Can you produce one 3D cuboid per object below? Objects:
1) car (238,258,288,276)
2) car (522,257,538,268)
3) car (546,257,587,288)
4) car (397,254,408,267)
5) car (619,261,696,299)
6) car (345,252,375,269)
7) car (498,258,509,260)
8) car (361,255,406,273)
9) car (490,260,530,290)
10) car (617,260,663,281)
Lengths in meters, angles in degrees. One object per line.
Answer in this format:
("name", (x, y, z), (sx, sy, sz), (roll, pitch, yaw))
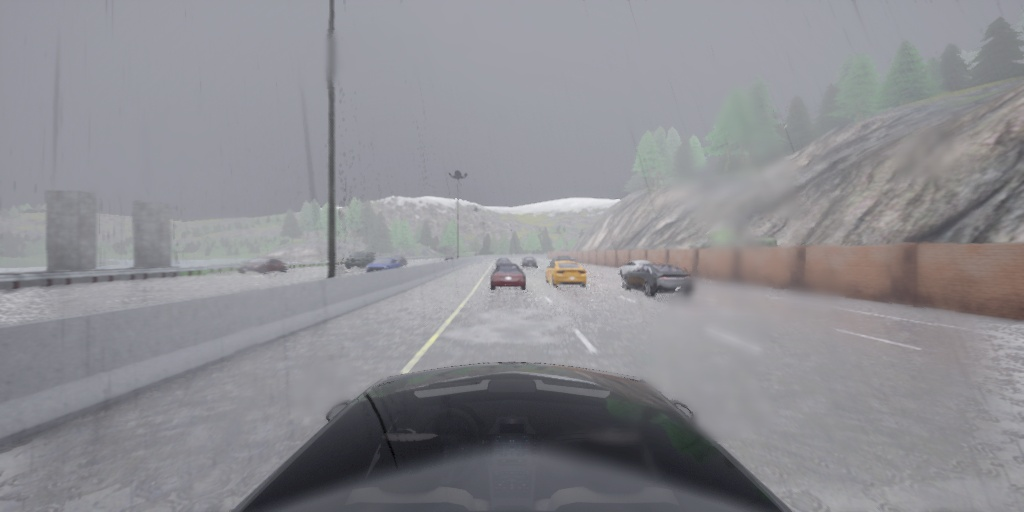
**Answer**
("car", (-21.783, 0.901, 31.626), (1.812, 1.442, 4.674), (0, 0, -2))
("car", (2.326, 0.854, 48.750), (1.812, 1.442, 4.674), (0, 1, -2))
("car", (3.240, 1.054, 22.198), (1.882, 1.535, 5.008), (0, 1, -2))
("car", (-15.293, 0.804, 47.787), (2.033, 1.411, 5.357), (0, 1, -1))
("car", (6.856, 1.130, 17.275), (2.128, 1.511, 4.902), (0, 1, -1))
("car", (-18.700, 0.485, 44.783), (2.150, 2.045, 5.566), (0, 1, -1))
("car", (-1.027, 0.920, 44.112), (1.994, 1.385, 4.181), (0, 1, -2))
("car", (-11.290, 0.898, 31.903), (1.882, 1.535, 5.008), (0, 0, -2))
("car", (-0.245, 1.136, 20.997), (1.994, 1.385, 4.181), (0, 1, -2))
("car", (10.040, 1.075, 28.479), (1.812, 1.442, 4.674), (0, 1, -2))
